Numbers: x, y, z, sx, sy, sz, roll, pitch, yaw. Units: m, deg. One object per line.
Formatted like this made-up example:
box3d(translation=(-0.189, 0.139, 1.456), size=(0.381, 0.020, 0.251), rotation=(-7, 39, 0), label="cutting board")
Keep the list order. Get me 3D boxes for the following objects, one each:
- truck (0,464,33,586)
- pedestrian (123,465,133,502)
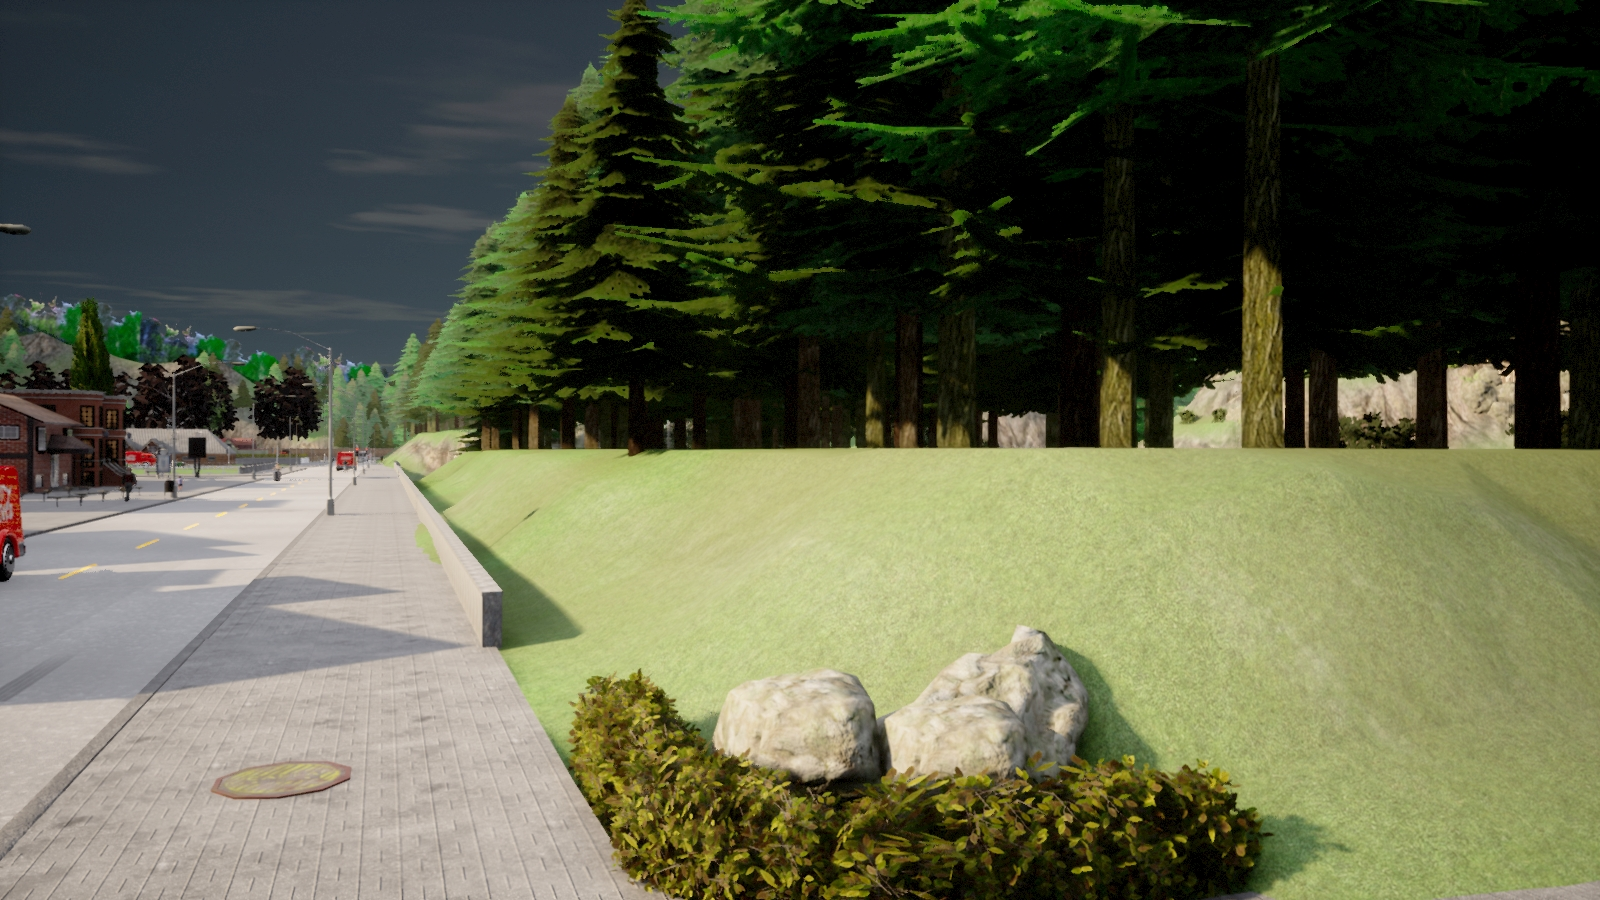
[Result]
box3d(translation=(-17.507, 1.546, 22.673), size=(2.627, 2.467, 5.204), rotation=(0, 0, -20), label="truck")
box3d(translation=(-34.271, 1.717, 58.274), size=(0.375, 1.860, 0.375), rotation=(0, 0, -17), label="pedestrian")
